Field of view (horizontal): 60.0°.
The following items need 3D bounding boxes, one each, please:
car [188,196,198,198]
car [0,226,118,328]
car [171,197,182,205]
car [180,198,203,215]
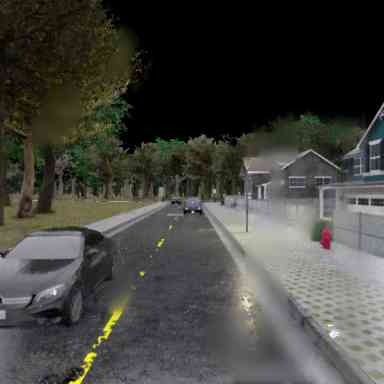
[{"bbox_3d":[0.093,1.376,44.278,2.097,1.767,4.553,0,0,0],"label":"car"},{"bbox_3d":[-2.852,1.526,7.168,1.812,1.442,4.674,0,0,0],"label":"car"},{"bbox_3d":[-2.780,1.591,59.906,2.033,1.411,5.357,0,0,0],"label":"car"},{"bbox_3d":[0.091,1.614,33.969,1.895,1.301,4.718,0,0,0],"label":"car"}]
